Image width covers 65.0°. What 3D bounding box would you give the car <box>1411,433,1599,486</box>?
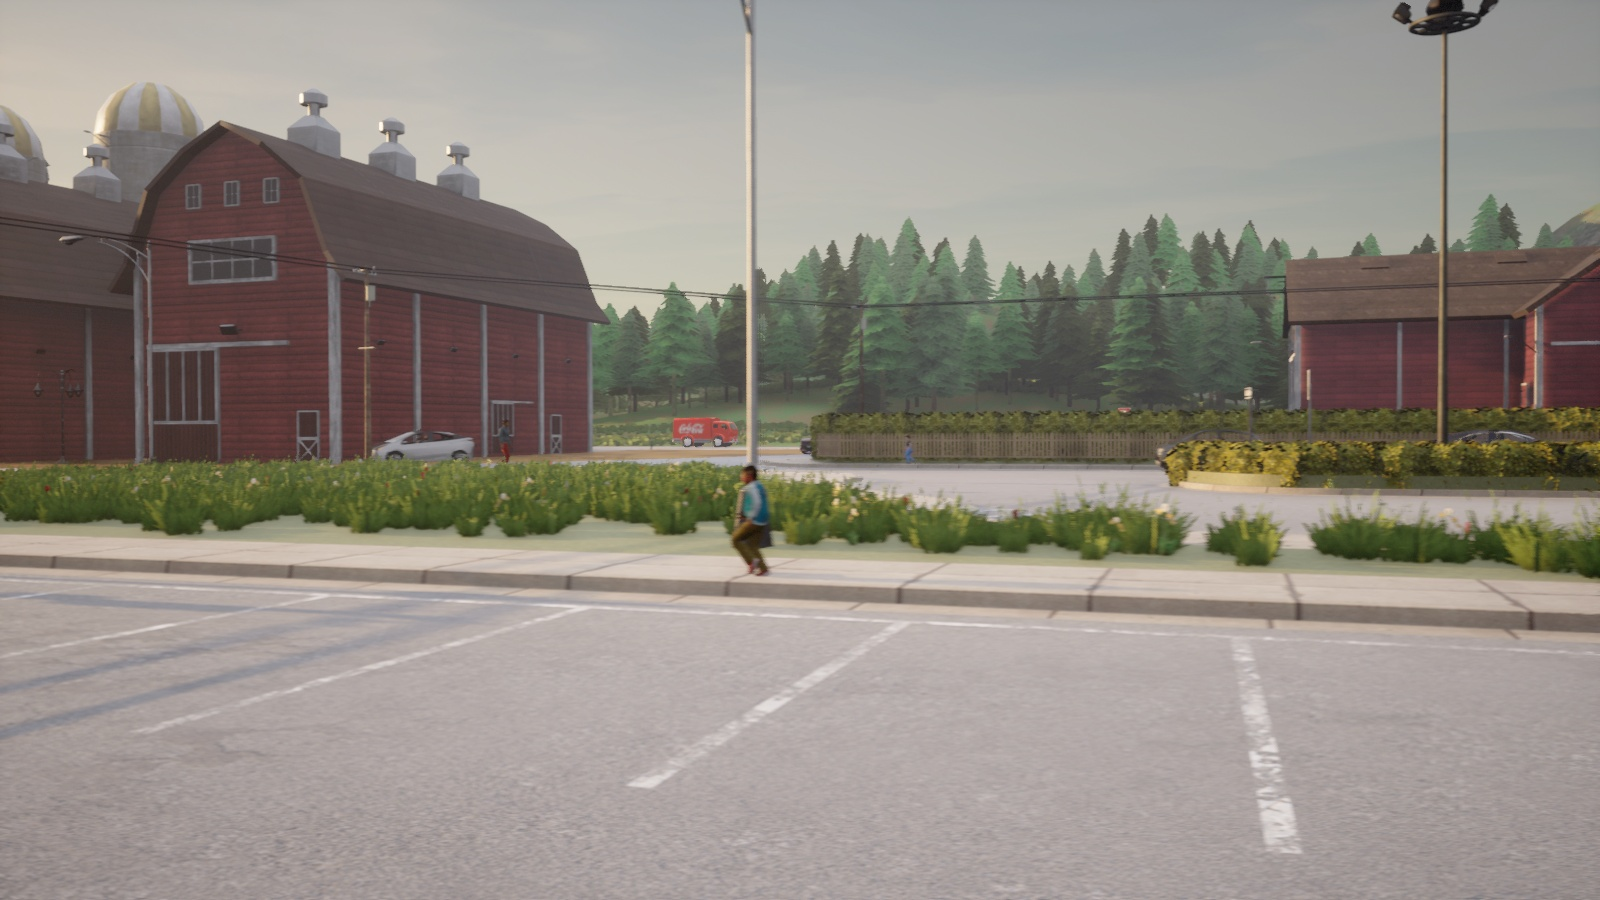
[{"bbox_3d":[21.345,0.254,38.013,4.902,1.511,2.128,1,1,19],"label":"car"}]

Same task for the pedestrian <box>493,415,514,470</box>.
[{"bbox_3d":[-10.072,-0.258,42.640,0.614,1.847,0.353,0,1,13],"label":"pedestrian"}]

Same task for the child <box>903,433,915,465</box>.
[{"bbox_3d":[4.448,-0.042,51.254,0.437,1.263,0.270,0,1,13],"label":"child"}]

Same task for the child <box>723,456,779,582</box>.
[{"bbox_3d":[-0.479,0.664,12.227,0.448,1.192,0.343,1,1,18],"label":"child"}]

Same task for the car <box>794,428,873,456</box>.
[{"bbox_3d":[1.934,-0.486,71.304,1.882,1.535,5.008,1,1,38],"label":"car"}]

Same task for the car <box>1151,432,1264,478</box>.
[{"bbox_3d":[14.322,0.151,44.183,3.705,1.549,1.789,1,1,19],"label":"car"}]

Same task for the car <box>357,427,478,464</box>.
[{"bbox_3d":[-16.310,-0.211,53.614,4.514,1.525,2.007,-1,1,-37],"label":"car"}]
